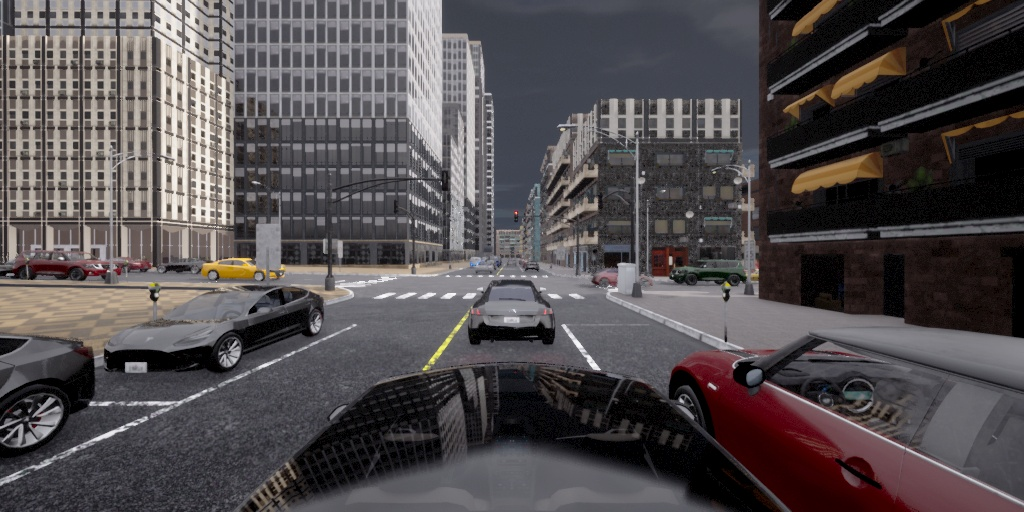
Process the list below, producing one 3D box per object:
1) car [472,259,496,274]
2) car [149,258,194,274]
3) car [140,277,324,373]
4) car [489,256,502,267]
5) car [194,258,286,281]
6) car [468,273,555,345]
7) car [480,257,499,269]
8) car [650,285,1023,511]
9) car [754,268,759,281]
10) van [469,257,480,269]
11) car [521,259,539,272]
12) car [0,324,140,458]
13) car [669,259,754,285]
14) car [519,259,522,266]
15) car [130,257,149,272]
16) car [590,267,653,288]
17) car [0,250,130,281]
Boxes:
[{"bbox_3d":[-3.187,1.353,41.855,1.895,1.301,4.718,0,0,0],"label":"car"},{"bbox_3d":[-27.550,0.815,30.510,4.313,1.339,1.948,0,0,-1],"label":"car"},{"bbox_3d":[-5.699,1.315,7.610,1.948,1.339,4.313,0,0,0],"label":"car"},{"bbox_3d":[-3.205,0.979,62.318,2.150,2.045,5.566,0,0,0],"label":"car"},{"bbox_3d":[-18.515,0.912,24.840,5.008,1.535,1.882,1,0,-1],"label":"car"},{"bbox_3d":[-0.013,1.313,9.540,1.994,1.385,4.181,0,0,0],"label":"car"},{"bbox_3d":[-3.205,1.259,51.845,1.837,1.490,4.892,0,0,0],"label":"car"},{"bbox_3d":[2.693,1.190,2.384,1.967,1.591,4.097,0,0,0],"label":"car"},{"bbox_3d":[21.302,1.698,31.172,4.829,1.417,1.751,0,0,-1],"label":"car"},{"bbox_3d":[-5.812,1.096,57.221,1.690,1.789,3.998,0,0,0],"label":"van"},{"bbox_3d":[2.592,1.319,47.274,1.948,1.339,4.313,0,0,0],"label":"car"},{"bbox_3d":[-5.688,1.316,2.364,1.948,1.339,4.313,0,0,0],"label":"car"},{"bbox_3d":[15.524,1.289,28.499,5.566,2.045,2.150,1,0,-1],"label":"car"},{"bbox_3d":[2.569,1.301,57.241,1.888,1.381,4.507,0,0,0],"label":"car"},{"bbox_3d":[-33.169,0.726,30.434,4.207,1.307,1.802,0,0,-1],"label":"car"},{"bbox_3d":[7.641,1.491,25.193,4.181,1.385,1.994,1,0,-1],"label":"car"},{"bbox_3d":[-27.428,0.590,22.129,5.009,1.841,2.192,0,0,-1],"label":"car"}]
